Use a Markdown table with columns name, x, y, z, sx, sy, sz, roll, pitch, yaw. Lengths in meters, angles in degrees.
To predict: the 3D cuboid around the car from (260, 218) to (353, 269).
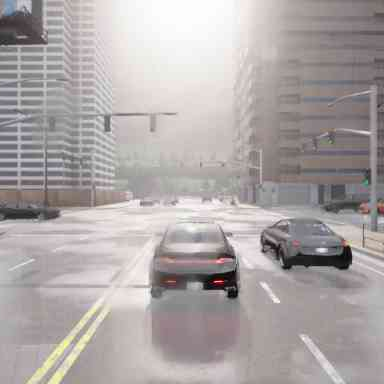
| name | x | y | z | sx | sy | sz | roll | pitch | yaw |
| --- | --- | --- | --- | --- | --- | --- | --- | --- | --- |
| car | 3.566 | 1.564 | 11.112 | 1.994 | 1.385 | 4.181 | 0 | 0 | 0 |

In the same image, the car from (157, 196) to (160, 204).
| name | x | y | z | sx | sy | sz | roll | pitch | yaw |
| --- | --- | --- | --- | --- | --- | --- | --- | --- | --- |
| car | -7.132 | 1.526 | 63.211 | 1.812 | 1.442 | 4.674 | 0 | 0 | 1 |

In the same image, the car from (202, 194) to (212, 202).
| name | x | y | z | sx | sy | sz | roll | pitch | yaw |
| --- | --- | --- | --- | --- | --- | --- | --- | --- | --- |
| car | 3.406 | 1.355 | 76.835 | 2.097 | 1.767 | 4.553 | 0 | 0 | 0 |

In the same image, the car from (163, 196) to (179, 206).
| name | x | y | z | sx | sy | sz | roll | pitch | yaw |
| --- | --- | --- | --- | --- | --- | --- | --- | --- | --- |
| car | -3.656 | 1.492 | 55.092 | 2.128 | 1.511 | 4.902 | 0 | 0 | 0 |

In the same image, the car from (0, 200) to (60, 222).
| name | x | y | z | sx | sy | sz | roll | pitch | yaw |
| --- | --- | --- | --- | --- | --- | --- | --- | --- | --- |
| car | -12.897 | 1.477 | 25.944 | 5.008 | 1.535 | 1.882 | 0 | 0 | 0 |

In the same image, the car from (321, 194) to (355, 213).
| name | x | y | z | sx | sy | sz | roll | pitch | yaw |
| --- | --- | --- | --- | --- | --- | --- | --- | --- | --- |
| car | 17.152 | 1.221 | 36.516 | 5.566 | 2.045 | 2.150 | 0 | 0 | 0 |

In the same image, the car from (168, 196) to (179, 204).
| name | x | y | z | sx | sy | sz | roll | pitch | yaw |
| --- | --- | --- | --- | --- | --- | --- | --- | --- | --- |
| car | -3.624 | 1.505 | 65.031 | 1.837 | 1.490 | 4.892 | 0 | 0 | 0 |

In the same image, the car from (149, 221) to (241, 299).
| name | x | y | z | sx | sy | sz | roll | pitch | yaw |
| --- | --- | --- | --- | --- | --- | --- | --- | --- | --- |
| car | 0.055 | 1.492 | 8.462 | 2.128 | 1.511 | 4.902 | 0 | 0 | 0 |

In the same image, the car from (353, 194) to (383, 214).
| name | x | y | z | sx | sy | sz | roll | pitch | yaw |
| --- | --- | --- | --- | --- | --- | --- | --- | --- | --- |
| car | 18.977 | 1.352 | 32.996 | 4.553 | 1.767 | 2.097 | 0 | 0 | 0 |

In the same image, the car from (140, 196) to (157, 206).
| name | x | y | z | sx | sy | sz | roll | pitch | yaw |
| --- | --- | --- | --- | --- | --- | --- | --- | --- | --- |
| car | -7.161 | 1.526 | 53.298 | 1.812 | 1.442 | 4.674 | 0 | 0 | 1 |
